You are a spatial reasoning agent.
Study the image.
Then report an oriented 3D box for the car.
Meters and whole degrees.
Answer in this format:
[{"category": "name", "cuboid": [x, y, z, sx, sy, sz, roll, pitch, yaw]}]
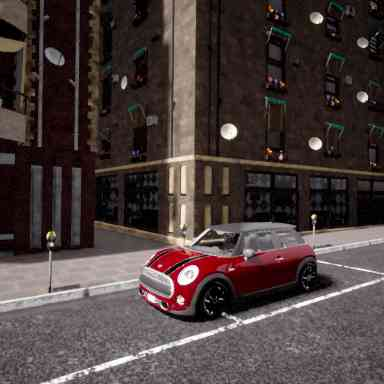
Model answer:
[{"category": "car", "cuboid": [0.875, 1.442, 7.314, 4.097, 1.590, 1.967, 0, 1, -35]}]
